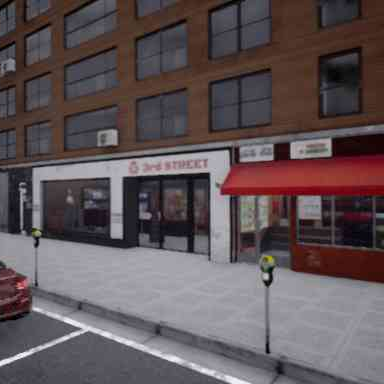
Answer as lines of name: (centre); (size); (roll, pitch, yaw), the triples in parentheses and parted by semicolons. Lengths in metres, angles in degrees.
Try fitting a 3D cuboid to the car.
car: (-4.562, 1.630, 6.064); (4.206, 1.307, 1.802); (0, 0, 35)
